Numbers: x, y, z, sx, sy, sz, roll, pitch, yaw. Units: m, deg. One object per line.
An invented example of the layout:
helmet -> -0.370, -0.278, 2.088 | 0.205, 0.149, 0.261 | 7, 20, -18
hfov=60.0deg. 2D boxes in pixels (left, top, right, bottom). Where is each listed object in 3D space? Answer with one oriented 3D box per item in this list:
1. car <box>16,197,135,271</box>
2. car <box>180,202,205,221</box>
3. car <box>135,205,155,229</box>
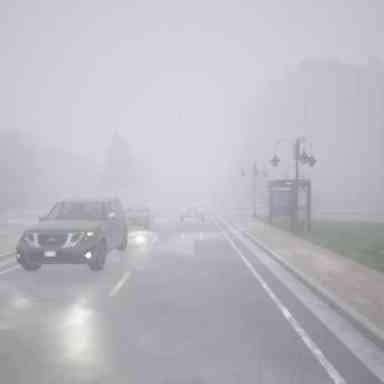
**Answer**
car -> -3.593, 1.215, 11.209 | 2.150, 2.045, 5.566 | 0, 0, 0
car -> 0.039, 1.511, 26.579 | 1.812, 1.442, 4.674 | 0, 0, 1
car -> -3.540, 1.552, 21.315 | 1.994, 1.385, 4.181 | 0, 0, 0
